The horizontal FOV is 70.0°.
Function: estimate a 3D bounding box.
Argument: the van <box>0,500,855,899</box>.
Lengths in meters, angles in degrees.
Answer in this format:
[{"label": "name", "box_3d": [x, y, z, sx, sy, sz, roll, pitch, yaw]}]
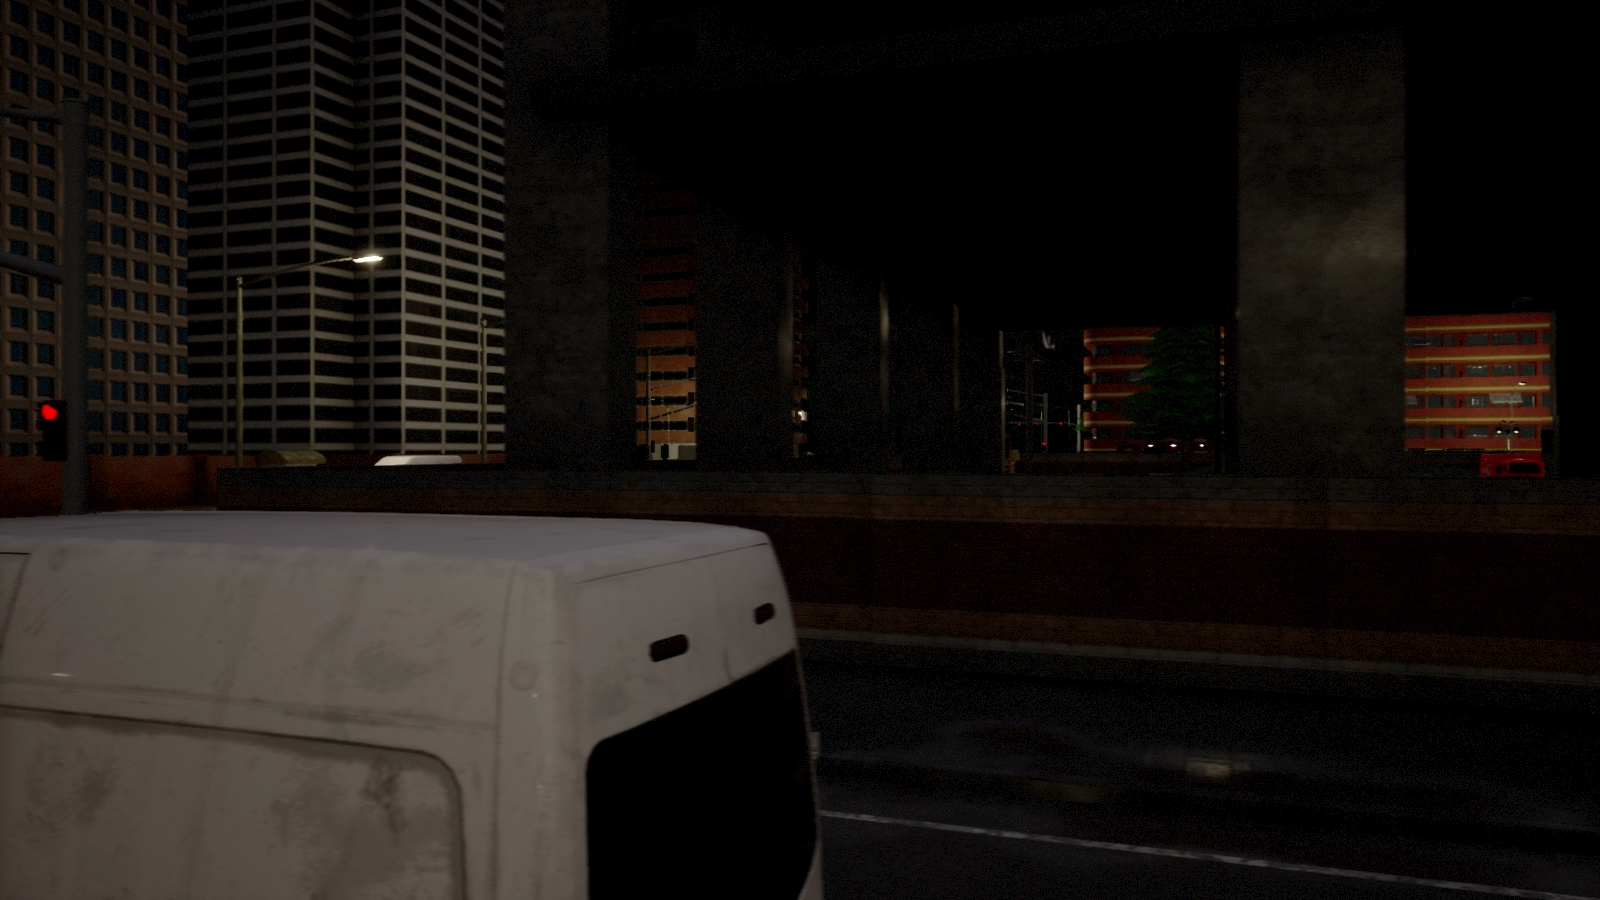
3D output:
[{"label": "van", "box_3d": [-2.913, 1.534, 4.358, 5.915, 2.561, 1.988, 0, 0, 20]}]
